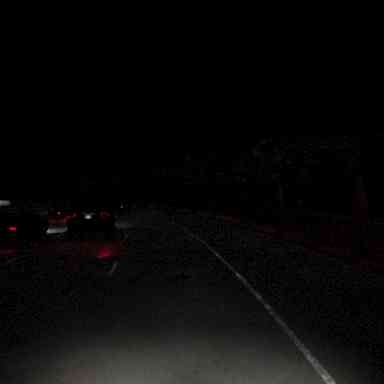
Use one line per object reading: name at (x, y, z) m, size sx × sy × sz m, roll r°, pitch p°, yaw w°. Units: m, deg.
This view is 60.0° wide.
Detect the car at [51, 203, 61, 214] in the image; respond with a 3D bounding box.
car at (-13.774, 1.772, 34.525) m, size 1.895 × 1.301 × 4.718 m, roll 0°, pitch 0°, yaw -21°

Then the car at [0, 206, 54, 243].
car at (-8.589, 1.629, 16.353) m, size 2.033 × 1.411 × 5.357 m, roll 0°, pitch 0°, yaw -11°

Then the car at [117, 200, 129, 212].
car at (-9.105, 1.727, 41.311) m, size 1.994 × 1.385 × 4.181 m, roll 0°, pitch 0°, yaw -23°

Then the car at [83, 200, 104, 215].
car at (-10.959, 1.687, 36.803) m, size 1.812 × 1.442 × 4.674 m, roll 0°, pitch 0°, yaw -22°

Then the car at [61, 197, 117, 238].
car at (-5.490, 1.298, 18.524) m, size 2.150 × 2.045 × 5.566 m, roll 0°, pitch 0°, yaw -11°
